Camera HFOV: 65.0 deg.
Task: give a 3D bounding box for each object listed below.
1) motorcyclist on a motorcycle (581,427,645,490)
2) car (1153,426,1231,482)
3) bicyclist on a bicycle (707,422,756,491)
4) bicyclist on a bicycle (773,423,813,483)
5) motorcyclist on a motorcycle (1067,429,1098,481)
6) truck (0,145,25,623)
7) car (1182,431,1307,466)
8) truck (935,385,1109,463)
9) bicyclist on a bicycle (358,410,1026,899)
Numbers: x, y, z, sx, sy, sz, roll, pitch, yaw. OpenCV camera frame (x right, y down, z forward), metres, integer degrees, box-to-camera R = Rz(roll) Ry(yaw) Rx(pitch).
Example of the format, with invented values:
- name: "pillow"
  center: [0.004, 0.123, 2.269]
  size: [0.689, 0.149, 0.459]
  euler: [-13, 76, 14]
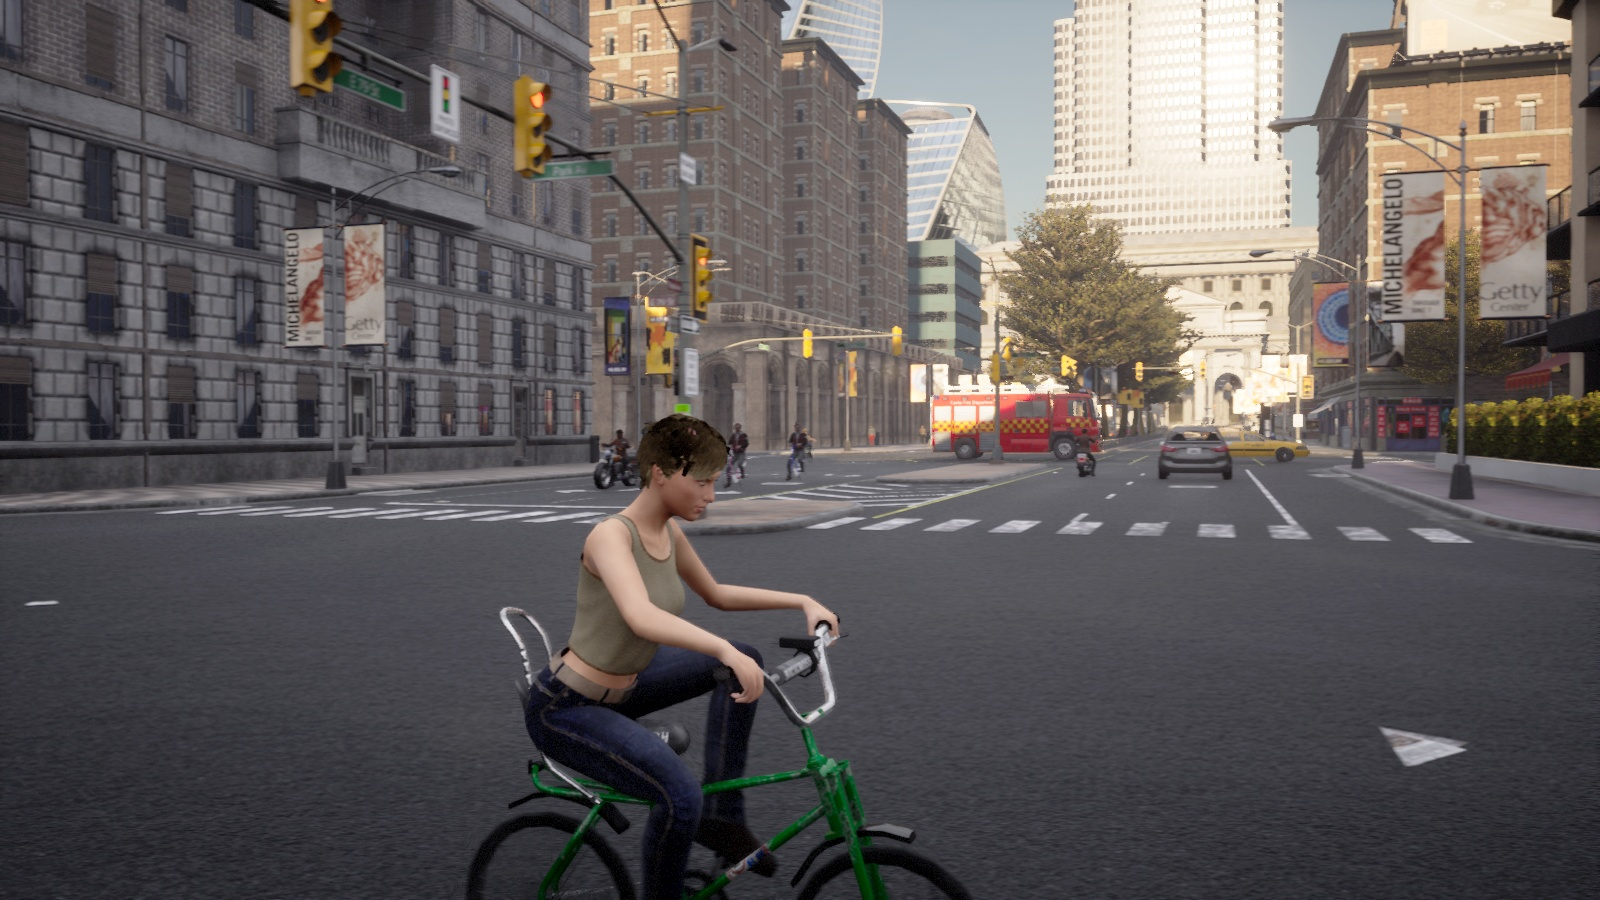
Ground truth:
- name: "motorcyclist on a motorcycle"
  center: [-5.100, 0.207, 34.376]
  size: [0.766, 1.649, 2.350]
  euler: [1, 1, 18]
- name: "car"
  center: [12.528, 0.077, 40.023]
  size: [2.242, 1.667, 4.611]
  euler: [1, 1, 18]
- name: "bicyclist on a bicycle"
  center: [-1.790, 0.158, 33.237]
  size: [0.659, 1.776, 1.843]
  euler: [1, 1, 18]
- name: "bicyclist on a bicycle"
  center: [-0.202, 0.086, 38.090]
  size: [0.659, 1.776, 1.843]
  euler: [1, 1, 18]
- name: "motorcyclist on a motorcycle"
  center: [9.369, 0.146, 41.619]
  size: [0.766, 1.649, 2.350]
  euler: [1, 1, 18]
- name: "truck"
  center: [-10.639, -0.521, 8.885]
  size: [8.468, 3.827, 2.891]
  euler: [0, 1, -1]
- name: "car"
  center: [20.421, -0.085, 57.881]
  size: [5.366, 1.575, 1.801]
  euler: [1, 1, 18]
- name: "truck"
  center: [11.383, -1.327, 64.441]
  size: [8.468, 3.827, 2.891]
  euler: [1, 1, 18]
- name: "bicyclist on a bicycle"
  center: [-0.240, 0.710, 3.278]
  size: [1.509, 1.612, 0.866]
  euler: [1, 1, 19]
